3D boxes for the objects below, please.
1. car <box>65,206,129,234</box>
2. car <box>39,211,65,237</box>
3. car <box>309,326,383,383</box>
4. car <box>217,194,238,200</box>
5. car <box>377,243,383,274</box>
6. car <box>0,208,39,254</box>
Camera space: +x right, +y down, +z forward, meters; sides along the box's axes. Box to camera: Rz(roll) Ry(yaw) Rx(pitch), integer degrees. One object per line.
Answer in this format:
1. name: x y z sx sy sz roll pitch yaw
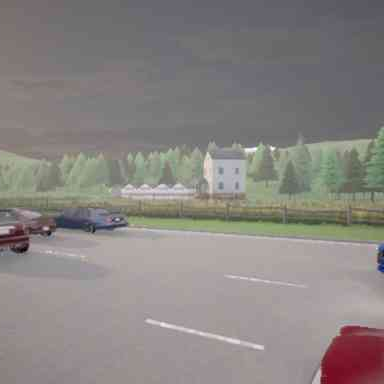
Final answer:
1. car: -6.136 1.514 18.929 5.357 1.411 2.033 0 0 29
2. car: -8.688 1.492 16.346 4.674 1.442 1.812 0 0 29
3. car: 3.063 1.602 1.736 4.718 1.301 1.895 0 0 29
4. car: 7.690 1.121 73.118 4.605 1.855 1.932 0 0 29
5. car: 7.043 1.476 7.530 5.008 1.535 1.882 0 0 29
6. car: -8.003 1.325 11.950 4.553 1.767 2.097 0 0 29
